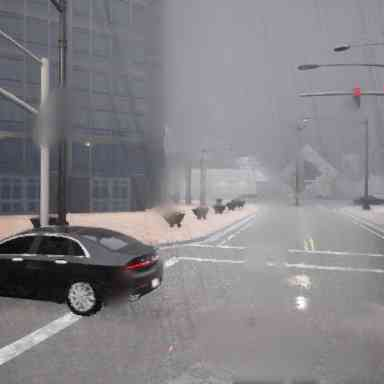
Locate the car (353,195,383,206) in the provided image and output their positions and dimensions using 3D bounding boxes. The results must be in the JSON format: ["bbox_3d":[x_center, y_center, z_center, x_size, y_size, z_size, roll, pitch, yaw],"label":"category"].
[{"bbox_3d":[27.854,1.410,52.344,4.902,1.511,2.128,0,0,-4],"label":"car"}]

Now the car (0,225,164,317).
[{"bbox_3d":[-3.016,1.498,7.155,4.892,1.490,1.837,0,0,17],"label":"car"}]

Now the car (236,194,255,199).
[{"bbox_3d":[14.262,1.229,91.661,4.902,1.511,2.128,0,0,-36],"label":"car"}]

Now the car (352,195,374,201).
[{"bbox_3d":[43.336,1.399,84.480,1.812,1.442,4.674,0,0,-35],"label":"car"}]
